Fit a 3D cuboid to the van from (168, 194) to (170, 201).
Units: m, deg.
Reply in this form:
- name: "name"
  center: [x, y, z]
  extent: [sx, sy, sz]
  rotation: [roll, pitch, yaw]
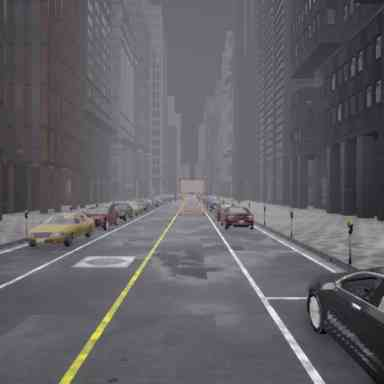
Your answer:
- name: "van"
  center: [-5.765, 1.369, 65.944]
  extent: [1.690, 1.788, 3.998]
  rotation: [0, 0, 0]

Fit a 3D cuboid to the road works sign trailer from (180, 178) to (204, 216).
- name: "road works sign trailer"
  center: [0.000, 0.466, 32.163]
  extent: [2.380, 3.560, 2.880]
  rotation: [0, 0, 0]

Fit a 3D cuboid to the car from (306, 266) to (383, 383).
- name: "car"
  center: [2.761, 1.550, 3.962]
  extent: [2.008, 1.369, 4.403]
  rotation: [0, 0, 0]

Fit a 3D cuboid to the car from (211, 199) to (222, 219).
- name: "car"
  center: [2.761, 1.545, 26.506]
  extent: [1.887, 1.381, 4.507]
  rotation: [0, 0, 0]

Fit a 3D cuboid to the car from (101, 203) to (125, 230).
- name: "car"
  center: [-5.764, 1.544, 20.852]
  extent: [1.887, 1.381, 4.507]
  rotation: [0, 0, 0]

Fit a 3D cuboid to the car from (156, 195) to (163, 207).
- name: "car"
  center: [-5.764, 1.577, 49.034]
  extent: [1.947, 1.339, 4.313]
  rotation: [0, 0, 0]

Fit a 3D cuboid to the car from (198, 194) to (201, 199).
- name: "car"
  center: [2.761, 1.579, 71.595]
  extent: [1.887, 1.381, 4.507]
  rotation: [0, 0, 0]

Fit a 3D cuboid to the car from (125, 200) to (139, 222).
- name: "car"
  center: [-5.764, 1.566, 26.488]
  extent: [1.947, 1.339, 4.313]
  rotation: [0, 0, 0]

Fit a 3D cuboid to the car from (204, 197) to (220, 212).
- name: "car"
  center: [2.761, 1.555, 37.778]
  extent: [2.008, 1.369, 4.403]
  rotation: [0, 0, 0]

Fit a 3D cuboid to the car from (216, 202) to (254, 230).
- name: "car"
  center: [2.761, 1.544, 20.869]
  extent: [1.887, 1.381, 4.507]
  rotation: [0, 0, 0]

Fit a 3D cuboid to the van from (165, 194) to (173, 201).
- name: "van"
  center: [-5.765, 1.391, 82.853]
  extent: [1.690, 1.788, 3.998]
  rotation: [0, 0, 0]

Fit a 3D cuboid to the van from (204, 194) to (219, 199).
- name: "van"
  center: [2.761, 1.348, 43.414]
  extent: [1.690, 1.788, 3.998]
  rotation: [0, 0, 0]

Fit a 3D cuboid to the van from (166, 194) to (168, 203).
- name: "van"
  center: [-5.765, 1.363, 60.308]
  extent: [1.690, 1.788, 3.998]
  rotation: [0, 0, 0]

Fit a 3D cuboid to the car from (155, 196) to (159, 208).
- name: "car"
  center: [-5.764, 1.589, 43.398]
  extent: [1.802, 1.307, 4.206]
  rotation: [0, 0, 0]

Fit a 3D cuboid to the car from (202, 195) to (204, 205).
- name: "car"
  center: [2.761, 1.562, 49.051]
  extent: [2.008, 1.369, 4.403]
  rotation: [0, 0, 0]

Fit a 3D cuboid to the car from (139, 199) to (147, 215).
- name: "car"
  center: [-5.764, 1.527, 31.954]
  extent: [1.752, 1.417, 4.829]
  rotation: [0, 0, 0]

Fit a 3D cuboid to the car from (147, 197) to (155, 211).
- name: "car"
  center: [-5.764, 1.570, 37.761]
  extent: [1.947, 1.339, 4.313]
  rotation: [0, 0, 0]

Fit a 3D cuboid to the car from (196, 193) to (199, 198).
- name: "car"
  center: [2.760, 1.365, 82.868]
  extent: [2.192, 1.841, 5.009]
  rotation: [0, 0, 0]

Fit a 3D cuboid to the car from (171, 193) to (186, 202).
- name: "car"
  center: [-3.000, 1.224, 75.925]
  extent: [2.150, 2.045, 5.566]
  rotation: [0, 0, 0]

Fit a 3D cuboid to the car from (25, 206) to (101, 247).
- name: "car"
  center: [-5.764, 1.525, 15.045]
  extent: [1.752, 1.417, 4.829]
  rotation: [0, 0, 0]

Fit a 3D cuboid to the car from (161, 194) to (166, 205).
- name: "car"
  center: [-5.764, 1.456, 54.671]
  extent: [1.967, 1.590, 4.097]
  rotation: [0, 0, 0]

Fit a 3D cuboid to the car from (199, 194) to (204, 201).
- name: "car"
  center: [2.761, 1.572, 60.323]
  extent: [2.008, 1.369, 4.403]
  rotation: [0, 0, 0]
